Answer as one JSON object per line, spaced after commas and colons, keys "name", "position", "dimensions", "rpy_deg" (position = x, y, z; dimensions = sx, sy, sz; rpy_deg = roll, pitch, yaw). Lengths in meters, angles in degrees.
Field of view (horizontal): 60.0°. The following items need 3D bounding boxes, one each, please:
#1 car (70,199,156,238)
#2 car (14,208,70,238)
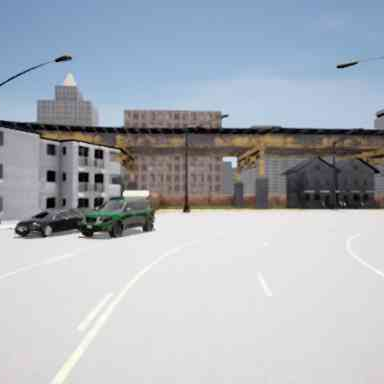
{"name": "car", "position": [-4.226, 1.461, 19.739], "dimensions": [2.150, 2.045, 5.566], "rpy_deg": [0, 0, 23]}
{"name": "car", "position": [-8.023, 1.740, 19.596], "dimensions": [1.837, 1.490, 4.892], "rpy_deg": [0, 1, 22]}
